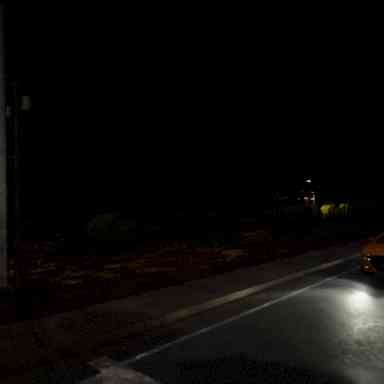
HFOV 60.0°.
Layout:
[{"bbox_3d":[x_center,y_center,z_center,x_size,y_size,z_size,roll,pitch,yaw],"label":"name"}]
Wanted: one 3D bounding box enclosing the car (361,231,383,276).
[{"bbox_3d":[7.585,1.974,11.698,5.008,1.535,1.882,2,-6,-45],"label":"car"}]
